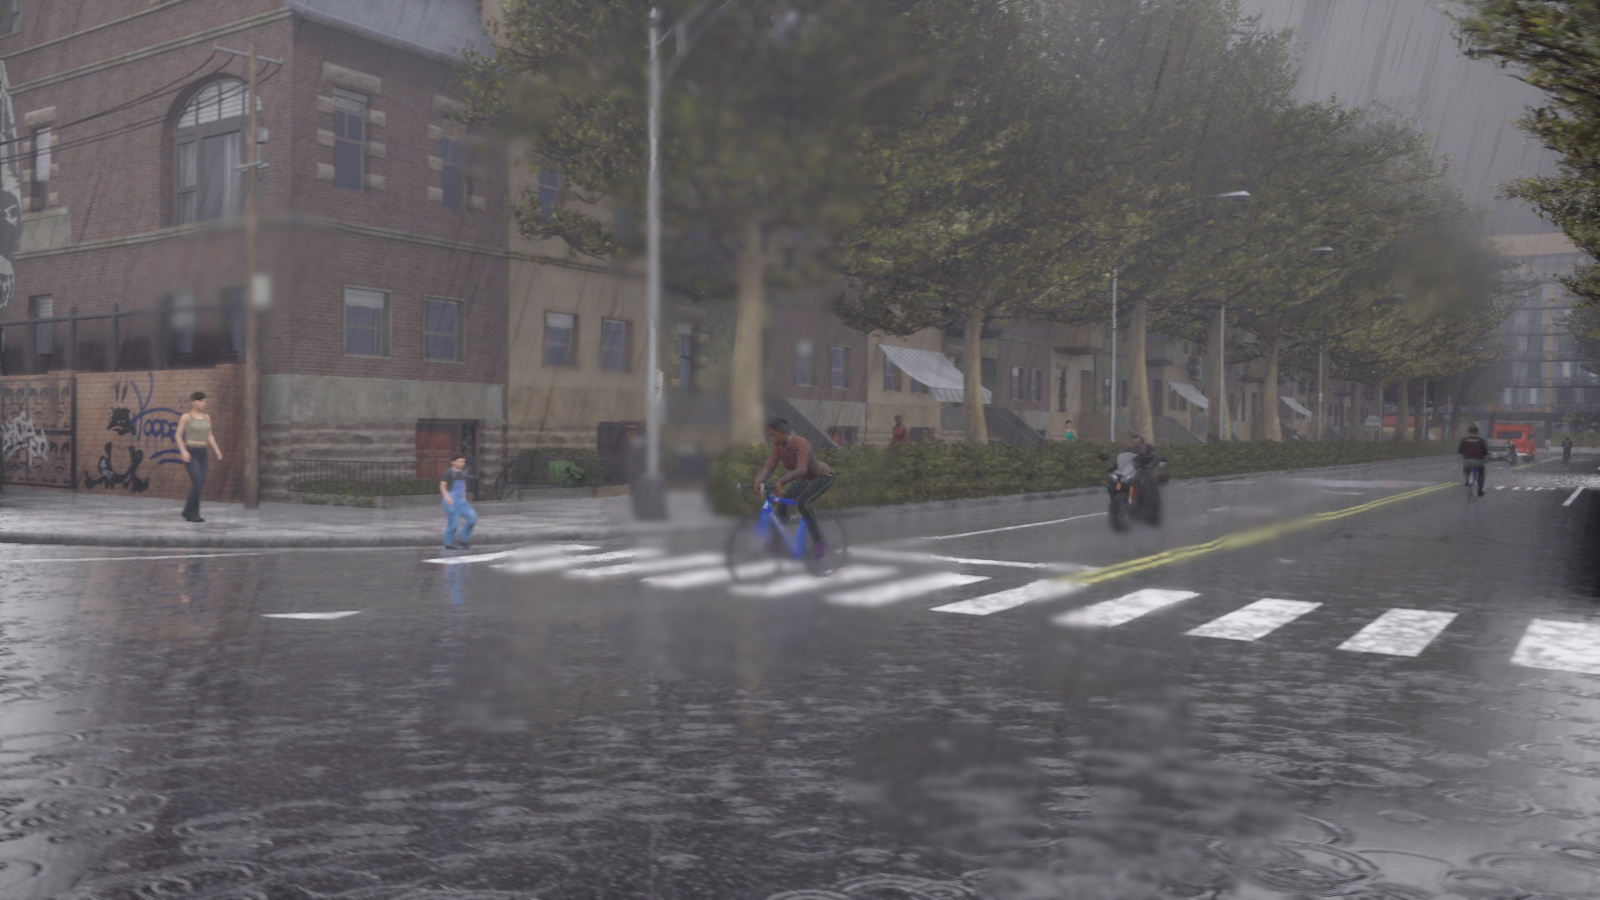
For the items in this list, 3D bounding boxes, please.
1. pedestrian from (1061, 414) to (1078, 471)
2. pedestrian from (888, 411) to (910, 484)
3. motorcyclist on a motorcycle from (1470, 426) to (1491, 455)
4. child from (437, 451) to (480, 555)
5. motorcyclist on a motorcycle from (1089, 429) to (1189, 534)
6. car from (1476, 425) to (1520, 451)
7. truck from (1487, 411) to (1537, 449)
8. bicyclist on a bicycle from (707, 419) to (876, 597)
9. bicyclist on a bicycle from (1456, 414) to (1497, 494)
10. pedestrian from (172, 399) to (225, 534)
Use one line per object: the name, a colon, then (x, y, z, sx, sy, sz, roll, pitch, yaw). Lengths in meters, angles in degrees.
pedestrian: (8.806, -0.252, 41.024, 0.345, 1.836, 0.594, 0, 1, 36)
pedestrian: (2.544, -0.074, 32.184, 0.331, 1.846, 0.636, 0, 1, 27)
motorcyclist on a motorcycle: (35.775, -0.511, 65.996, 0.797, 1.523, 2.044, 0, 1, 33)
child: (-4.206, 0.642, 15.460, 0.437, 1.263, 0.270, 0, 1, 34)
motorcyclist on a motorcycle: (5.318, 0.451, 19.607, 0.866, 1.530, 2.191, 0, 1, 33)
car: (41.896, -0.730, 75.327, 2.007, 1.525, 4.514, 0, 1, 33)
truck: (48.184, -1.350, 84.905, 2.627, 2.467, 5.204, 0, 1, 33)
bicyclist on a bicycle: (-0.060, 0.518, 12.240, 1.656, 1.620, 0.582, -2, 0, -44)
bicyclist on a bicycle: (15.487, 0.070, 28.720, 0.659, 1.776, 1.843, 0, 1, 33)
pedestrian: (-8.341, 0.226, 17.411, 0.594, 1.836, 0.345, 0, 1, 27)
